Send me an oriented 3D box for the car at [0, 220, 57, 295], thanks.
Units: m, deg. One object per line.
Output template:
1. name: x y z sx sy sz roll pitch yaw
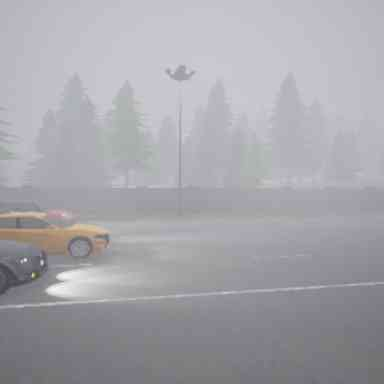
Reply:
1. car: -5.603 1.527 7.689 4.181 1.385 1.994 0 0 -12

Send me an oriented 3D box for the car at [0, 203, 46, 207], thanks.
1. car: -7.682 1.428 14.405 4.902 1.511 2.128 0 0 -12

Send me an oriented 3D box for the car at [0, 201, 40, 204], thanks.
1. car: -8.606 1.275 17.788 4.553 1.767 2.097 0 0 -12

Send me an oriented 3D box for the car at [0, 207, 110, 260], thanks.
1. car: -5.378 1.428 11.310 5.008 1.535 1.882 0 0 -12

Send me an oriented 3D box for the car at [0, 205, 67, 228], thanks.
1. car: -10.522 1.510 20.966 4.718 1.301 1.895 0 0 -12
